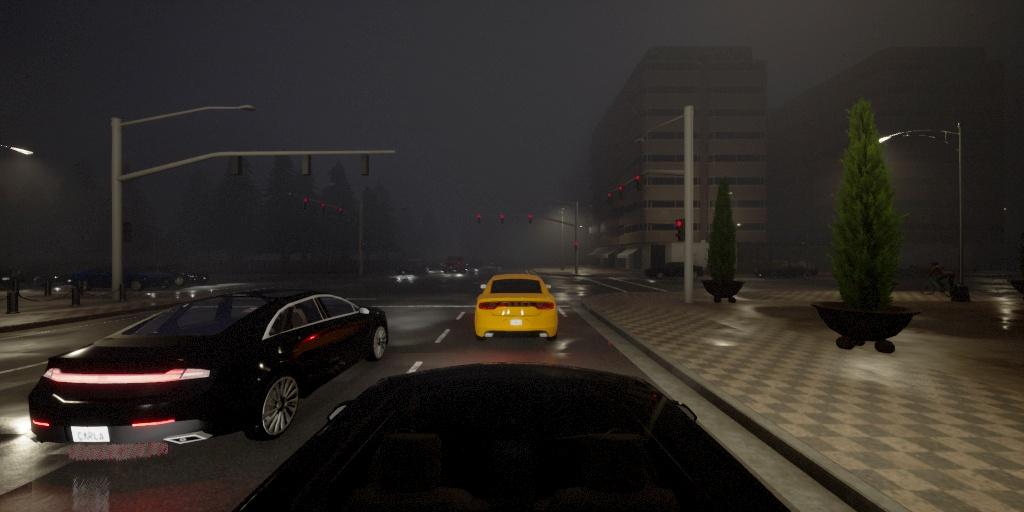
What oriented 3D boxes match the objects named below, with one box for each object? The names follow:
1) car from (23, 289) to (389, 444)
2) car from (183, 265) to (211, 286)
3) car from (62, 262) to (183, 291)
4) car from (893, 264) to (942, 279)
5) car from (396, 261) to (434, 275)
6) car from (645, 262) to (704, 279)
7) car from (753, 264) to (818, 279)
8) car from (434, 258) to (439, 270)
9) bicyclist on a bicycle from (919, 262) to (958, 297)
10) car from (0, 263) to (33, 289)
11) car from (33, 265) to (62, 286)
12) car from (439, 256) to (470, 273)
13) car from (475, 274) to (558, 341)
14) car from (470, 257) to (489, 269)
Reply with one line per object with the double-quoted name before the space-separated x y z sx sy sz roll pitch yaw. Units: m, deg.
"car" -3.423 1.242 5.354 2.128 1.511 4.902 0 0 1
"car" -24.015 1.310 25.231 4.892 1.490 1.837 0 0 1
"car" -23.432 1.283 21.721 5.008 1.535 1.882 0 0 0
"car" 36.123 1.406 32.564 4.718 1.301 1.895 0 0 0
"car" -10.728 1.298 39.080 2.033 1.411 5.357 0 0 7
"car" 14.649 1.283 32.520 5.008 1.535 1.882 0 0 0
"car" 24.726 1.406 32.545 4.718 1.301 1.895 0 0 0
"car" -9.979 1.102 50.253 2.097 1.767 4.553 0 0 5
"bicyclist on a bicycle" 20.288 1.106 17.051 0.582 1.620 1.656 0 0 0
"car" -33.367 1.027 21.697 5.566 2.045 2.150 0 0 0
"car" -33.757 1.353 25.194 5.357 1.411 2.033 0 0 0
"car" -6.873 0.972 43.260 2.150 2.045 5.566 0 0 1
"car" 0.107 1.228 9.936 1.882 1.535 5.008 0 0 0
"car" -5.719 1.257 56.801 1.837 1.490 4.892 0 -1 14
